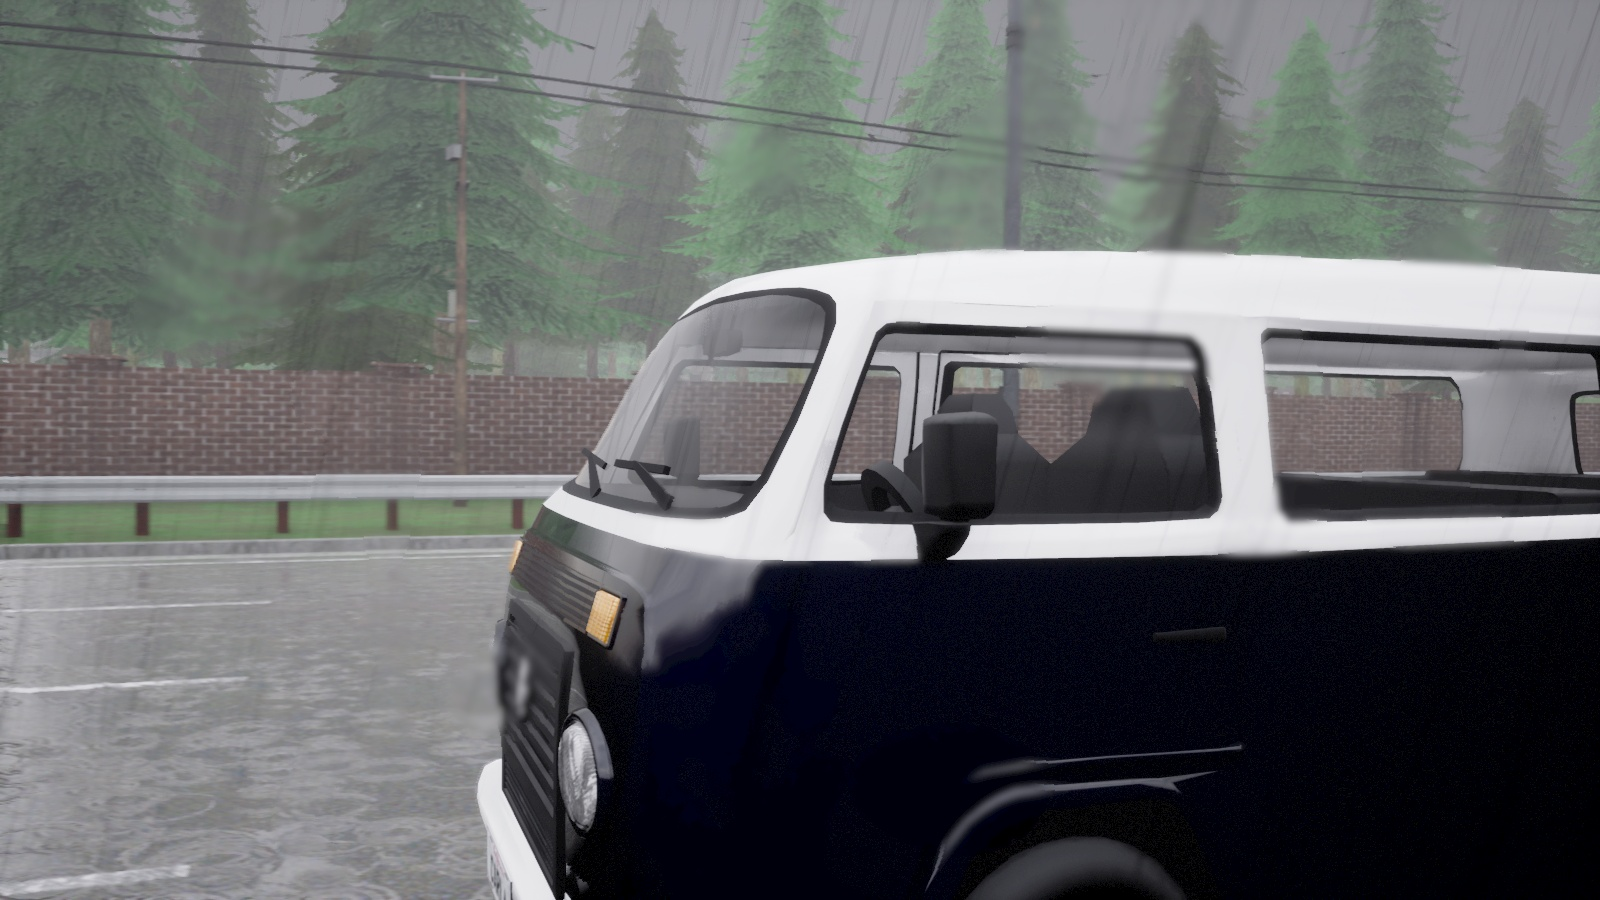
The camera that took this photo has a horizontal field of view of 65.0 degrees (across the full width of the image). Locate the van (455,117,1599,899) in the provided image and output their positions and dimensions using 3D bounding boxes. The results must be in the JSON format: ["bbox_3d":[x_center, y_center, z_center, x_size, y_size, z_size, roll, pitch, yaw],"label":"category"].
[{"bbox_3d":[1.395,0.445,3.766,4.480,2.038,2.069,-1,1,-21],"label":"van"}]
